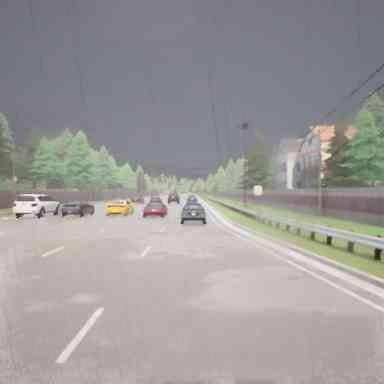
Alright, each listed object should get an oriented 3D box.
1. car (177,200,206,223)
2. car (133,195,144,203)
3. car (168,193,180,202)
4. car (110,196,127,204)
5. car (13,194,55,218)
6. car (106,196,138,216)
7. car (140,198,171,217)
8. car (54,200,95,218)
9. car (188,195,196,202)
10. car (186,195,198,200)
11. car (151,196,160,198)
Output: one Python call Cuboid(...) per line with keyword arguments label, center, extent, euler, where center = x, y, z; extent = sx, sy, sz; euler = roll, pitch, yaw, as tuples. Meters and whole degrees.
Cuboid(label="car", center=(0.102, 1.559, 25.252), extent=(2.033, 1.411, 5.357), euler=(0, 0, 0))
Cuboid(label="car", center=(-10.495, 1.381, 64.194), extent=(2.097, 1.767, 4.553), euler=(0, 0, 0))
Cuboid(label="car", center=(-3.495, 1.251, 63.837), extent=(2.150, 2.045, 5.566), euler=(0, 0, 0))
Cuboid(label="car", center=(-13.995, 1.576, 63.807), extent=(2.033, 1.411, 5.357), euler=(0, 0, 0))
Cuboid(label="car", center=(-13.898, 1.235, 30.094), extent=(2.150, 2.045, 5.566), euler=(0, 0, 0))
Cuboid(label="car", center=(-6.896, 1.492, 32.344), extent=(1.882, 1.535, 5.008), euler=(0, 0, 0))
Cuboid(label="car", center=(-3.398, 1.578, 31.444), extent=(1.994, 1.385, 4.181), euler=(0, 0, 0))
Cuboid(label="car", center=(-10.398, 1.505, 30.684), extent=(2.128, 1.511, 4.902), euler=(0, 0, 0))
Cuboid(label="car", center=(0.005, 1.366, 74.226), extent=(1.837, 1.490, 4.892), euler=(0, 0, 0))
Cuboid(label="car", center=(0.005, 1.381, 64.193), extent=(2.097, 1.767, 4.553), euler=(0, 0, 0))
Cuboid(label="car", center=(-6.995, 1.521, 63.807), extent=(2.128, 1.511, 4.902), euler=(0, 0, 0))
